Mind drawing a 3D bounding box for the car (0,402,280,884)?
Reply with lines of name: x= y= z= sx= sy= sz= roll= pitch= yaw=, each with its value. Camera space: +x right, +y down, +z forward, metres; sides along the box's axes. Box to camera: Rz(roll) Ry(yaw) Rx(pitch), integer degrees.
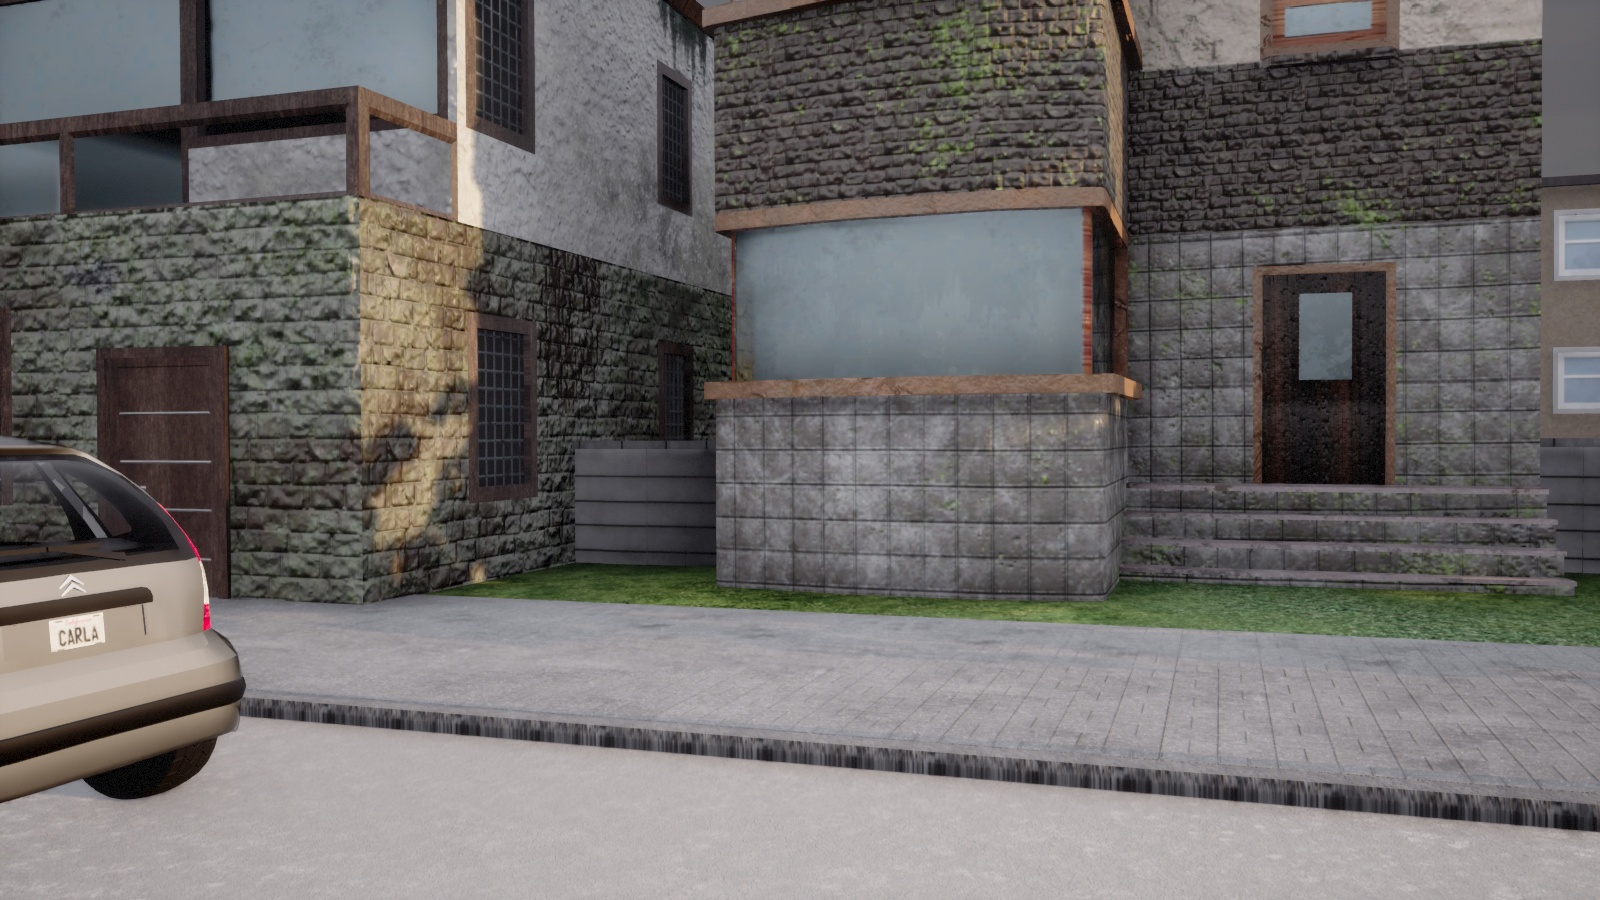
car: x=-4.446 y=0.625 z=5.213 sx=3.988 sy=1.617 sz=1.851 roll=1 pitch=1 yaw=19
